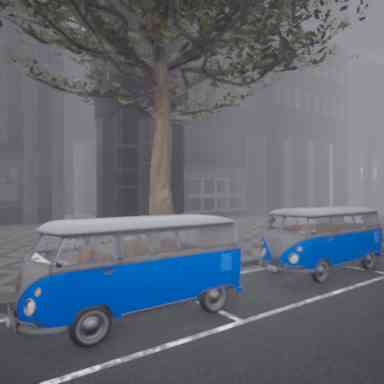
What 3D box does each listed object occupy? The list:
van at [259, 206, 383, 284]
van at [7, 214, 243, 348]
[{"bbox_3d":[3.649,1.314,9.248,3.998,1.788,1.690,0,0,-35],"label":"van"},{"bbox_3d":[-0.926,1.333,5.986,3.998,1.788,1.690,0,0,-35],"label":"van"}]
